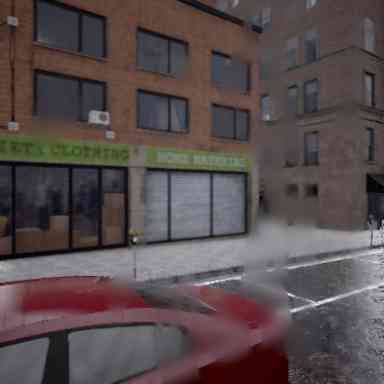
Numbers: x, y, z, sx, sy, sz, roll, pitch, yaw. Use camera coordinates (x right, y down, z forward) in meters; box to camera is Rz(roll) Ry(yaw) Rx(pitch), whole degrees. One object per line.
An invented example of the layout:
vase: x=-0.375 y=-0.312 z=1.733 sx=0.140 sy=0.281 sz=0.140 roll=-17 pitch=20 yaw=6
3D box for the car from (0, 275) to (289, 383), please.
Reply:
car: x=-1.441 y=1.478 z=2.363 sx=5.008 sy=1.535 sz=1.882 roll=1 pitch=0 yaw=-35
